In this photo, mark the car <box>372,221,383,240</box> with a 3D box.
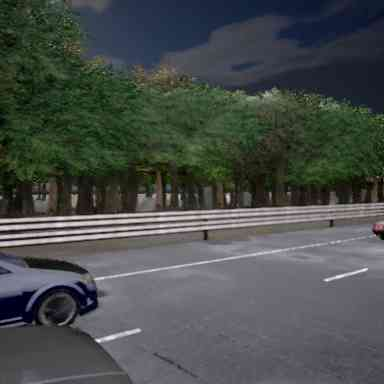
[{"bbox_3d":[10.470,1.595,15.527,4.718,1.301,1.895,0,0,-36],"label":"car"}]

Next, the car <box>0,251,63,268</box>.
[{"bbox_3d":[-3.721,1.564,5.393,4.181,1.385,1.994,0,0,-36],"label":"car"}]

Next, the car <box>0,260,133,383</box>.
[{"bbox_3d":[-2.906,1.548,1.673,5.357,1.411,2.033,0,0,-36],"label":"car"}]
